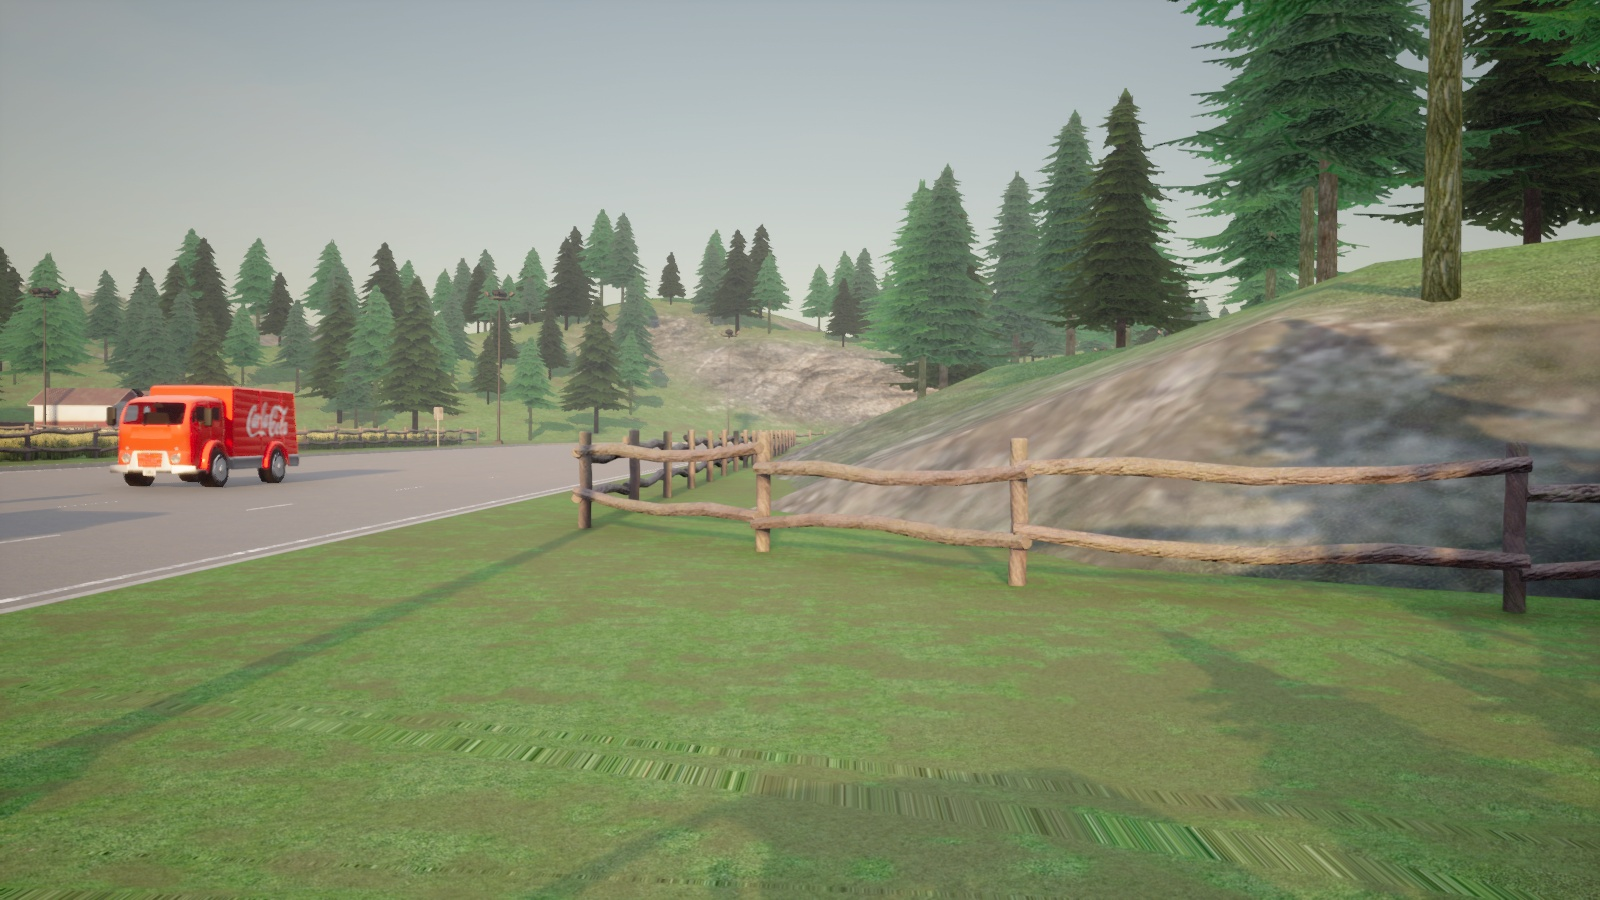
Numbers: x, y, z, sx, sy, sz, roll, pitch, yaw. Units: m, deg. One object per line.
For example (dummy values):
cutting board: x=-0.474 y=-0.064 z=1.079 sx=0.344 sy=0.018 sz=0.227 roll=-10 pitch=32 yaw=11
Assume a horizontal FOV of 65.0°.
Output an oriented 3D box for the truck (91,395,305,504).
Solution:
truck: x=-14.773 y=-0.036 z=31.266 sx=2.627 sy=2.467 sz=5.204 roll=-1 pitch=1 yaw=2
